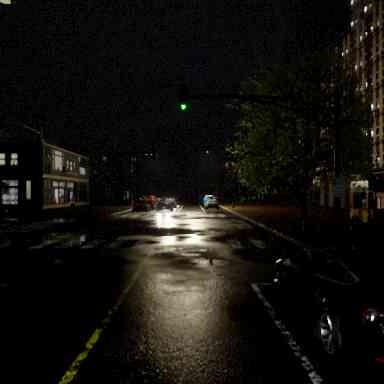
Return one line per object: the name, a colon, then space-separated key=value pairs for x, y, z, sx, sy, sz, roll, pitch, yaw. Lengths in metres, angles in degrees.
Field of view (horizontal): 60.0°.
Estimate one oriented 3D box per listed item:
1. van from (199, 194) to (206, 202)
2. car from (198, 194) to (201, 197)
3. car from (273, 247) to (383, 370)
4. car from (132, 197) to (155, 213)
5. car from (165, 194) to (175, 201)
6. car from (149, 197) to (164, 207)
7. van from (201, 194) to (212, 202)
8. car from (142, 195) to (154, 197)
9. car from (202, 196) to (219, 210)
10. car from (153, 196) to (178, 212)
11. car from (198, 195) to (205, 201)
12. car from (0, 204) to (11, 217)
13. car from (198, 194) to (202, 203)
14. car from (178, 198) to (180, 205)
van: x=2.573 y=1.430 z=82.613 sx=1.690 sy=1.788 sz=3.998 roll=0 pitch=0 yaw=0
car: x=2.588 y=1.642 z=71.511 sx=1.947 sy=1.339 sz=4.313 roll=0 pitch=0 yaw=0
car: x=2.687 y=1.572 z=5.726 sx=1.947 sy=1.339 sz=4.313 roll=0 pitch=0 yaw=0
car: x=-5.742 y=1.622 z=38.190 sx=1.802 sy=1.307 sz=4.206 roll=0 pitch=0 yaw=0
car: x=-5.817 y=1.410 z=88.149 sx=2.192 sy=1.841 sz=5.009 roll=0 pitch=0 yaw=0
car: x=-5.767 y=1.609 z=54.843 sx=2.008 sy=1.369 sz=4.403 roll=0 pitch=0 yaw=0
van: x=2.622 y=1.393 z=49.307 sx=1.690 sy=1.788 sz=3.998 roll=0 pitch=0 yaw=0
car: x=-5.750 y=1.361 z=43.741 sx=2.192 sy=1.841 sz=5.009 roll=0 pitch=0 yaw=0
car: x=2.629 y=1.571 z=43.926 sx=1.752 sy=1.417 sz=4.829 roll=0 pitch=0 yaw=0
car: x=-3.151 y=1.533 z=39.968 sx=2.128 sy=1.511 sz=4.902 roll=0 pitch=0 yaw=0
car: x=2.563 y=1.621 z=88.334 sx=1.752 sy=1.417 sz=4.829 roll=0 pitch=0 yaw=0
car: x=-17.308 y=1.398 z=27.176 sx=4.507 sy=1.381 sz=1.887 roll=1 pitch=-1 yaw=-1
car: x=2.604 y=1.615 z=60.409 sx=2.008 sy=1.369 sz=4.403 roll=0 pitch=0 yaw=0
car: x=-3.174 y=1.616 z=49.099 sx=1.994 sy=1.385 sz=4.181 roll=0 pitch=0 yaw=-1
